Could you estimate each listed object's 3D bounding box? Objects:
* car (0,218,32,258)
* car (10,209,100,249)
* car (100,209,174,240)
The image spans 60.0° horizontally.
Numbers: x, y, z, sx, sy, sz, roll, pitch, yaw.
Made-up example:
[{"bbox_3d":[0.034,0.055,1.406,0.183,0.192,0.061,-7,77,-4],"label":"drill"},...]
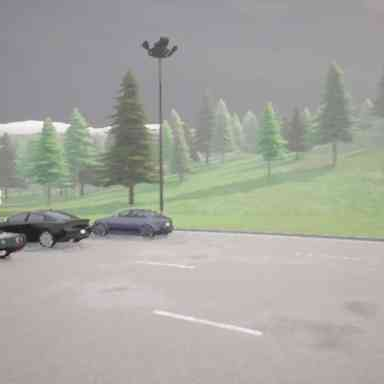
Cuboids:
[{"bbox_3d":[-8.065,1.653,11.133,4.718,1.301,1.895,0,0,18],"label":"car"},{"bbox_3d":[-6.864,1.513,14.599,5.008,1.535,1.882,0,0,19],"label":"car"},{"bbox_3d":[-3.043,1.559,16.933,4.181,1.385,1.994,0,0,22],"label":"car"}]
